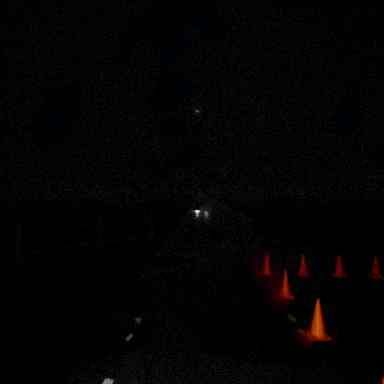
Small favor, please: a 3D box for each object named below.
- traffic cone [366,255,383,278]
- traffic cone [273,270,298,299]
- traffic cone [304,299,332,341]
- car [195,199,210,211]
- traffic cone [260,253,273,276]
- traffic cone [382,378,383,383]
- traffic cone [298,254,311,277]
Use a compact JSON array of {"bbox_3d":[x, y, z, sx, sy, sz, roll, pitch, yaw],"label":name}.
[{"bbox_3d":[5.091,2.050,9.227,0.340,0.580,0.340,0,0,1],"label":"traffic cone"},{"bbox_3d":[2.049,2.003,7.296,0.340,0.580,0.340,1,0,1],"label":"traffic cone"},{"bbox_3d":[2.004,1.997,5.297,0.340,0.580,0.340,1,0,1],"label":"traffic cone"},{"bbox_3d":[1.323,1.691,44.733,2.033,1.411,5.357,1,0,1],"label":"car"},{"bbox_3d":[2.095,2.009,9.296,0.340,0.580,0.340,1,0,1],"label":"traffic cone"},{"bbox_3d":[1.958,1.992,3.297,0.340,0.580,0.340,1,0,1],"label":"traffic cone"},{"bbox_3d":[3.094,2.023,9.273,0.340,0.580,0.340,1,0,1],"label":"traffic cone"}]
